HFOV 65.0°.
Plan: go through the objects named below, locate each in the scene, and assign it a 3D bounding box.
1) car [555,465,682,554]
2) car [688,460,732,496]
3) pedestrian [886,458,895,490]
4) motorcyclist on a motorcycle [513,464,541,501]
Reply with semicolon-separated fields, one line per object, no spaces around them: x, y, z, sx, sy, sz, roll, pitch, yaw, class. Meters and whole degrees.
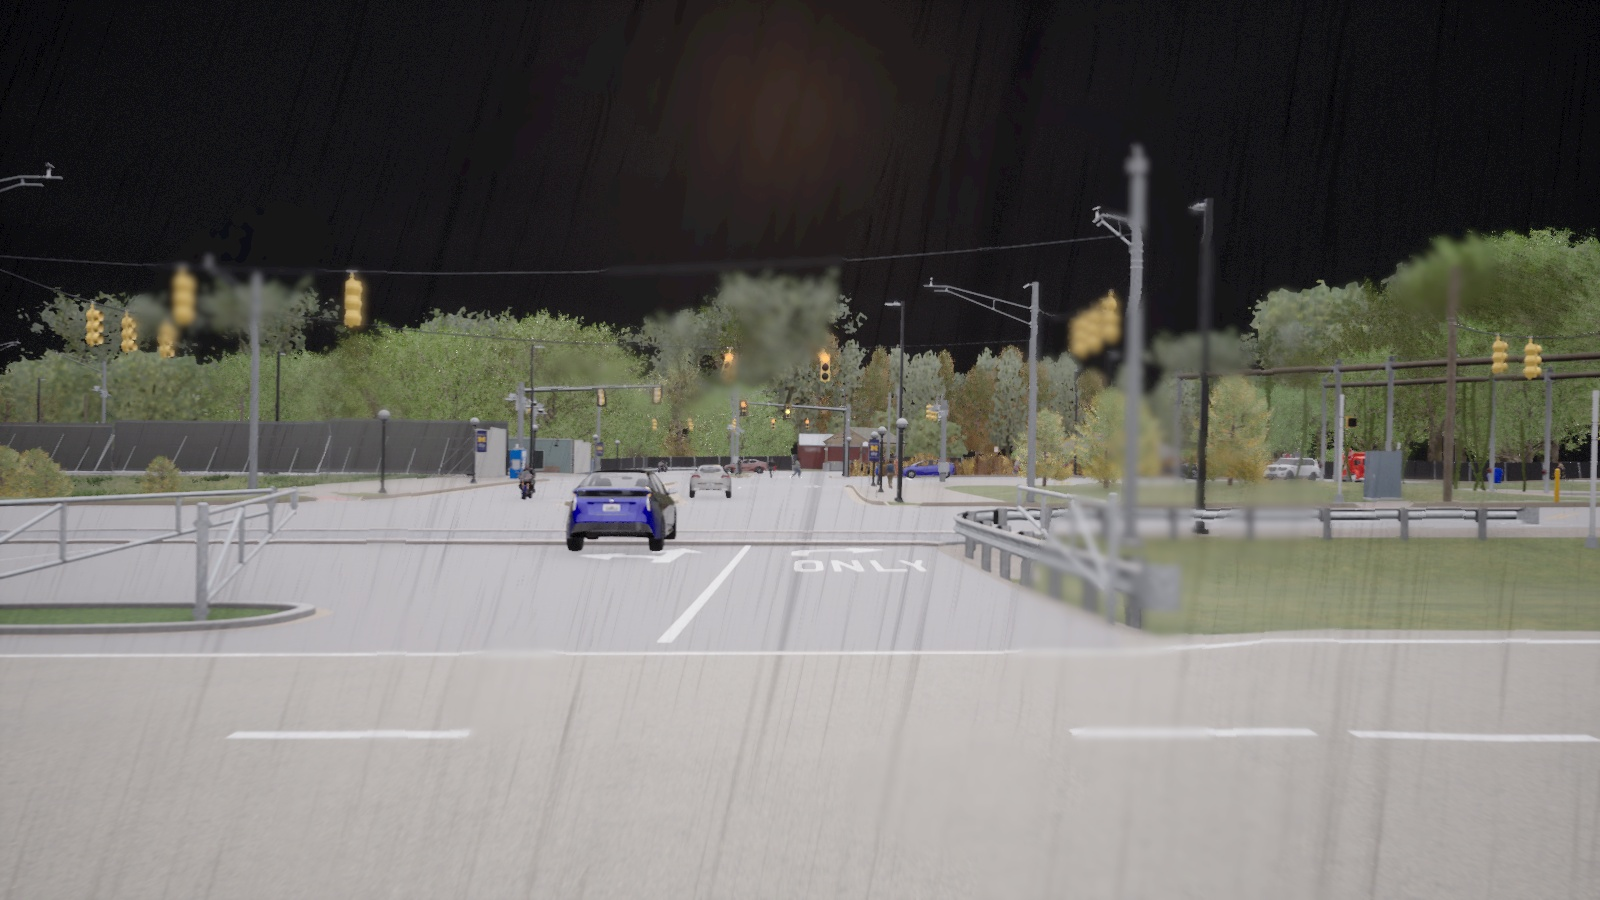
-3.498;1.100;24.972;2.007;1.525;4.514;0;0;-2;car
-4.601;1.406;64.415;2.152;1.651;5.027;1;0;-4;car
5.676;1.509;79.083;0.423;1.949;0.788;1;0;-4;pedestrian
-11.714;1.389;53.940;0.866;1.530;2.191;0;0;-3;motorcyclist on a motorcycle
